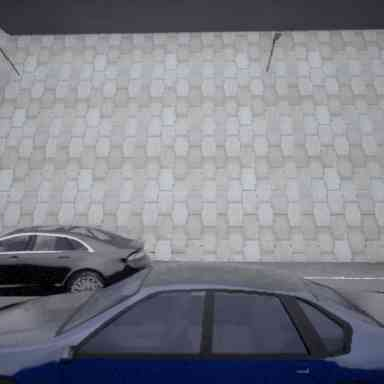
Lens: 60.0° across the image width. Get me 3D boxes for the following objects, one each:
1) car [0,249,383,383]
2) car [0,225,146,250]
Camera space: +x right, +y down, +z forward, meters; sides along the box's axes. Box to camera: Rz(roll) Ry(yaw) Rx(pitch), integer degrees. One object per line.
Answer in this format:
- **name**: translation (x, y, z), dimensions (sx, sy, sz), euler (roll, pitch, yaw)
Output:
- **car**: translation (0.025, 1.547, 3.624), dimensions (5.357, 1.411, 2.033), euler (0, 0, 1)
- **car**: translation (-3.346, 1.491, 7.200), dimensions (4.902, 1.511, 2.128), euler (0, 0, 1)
